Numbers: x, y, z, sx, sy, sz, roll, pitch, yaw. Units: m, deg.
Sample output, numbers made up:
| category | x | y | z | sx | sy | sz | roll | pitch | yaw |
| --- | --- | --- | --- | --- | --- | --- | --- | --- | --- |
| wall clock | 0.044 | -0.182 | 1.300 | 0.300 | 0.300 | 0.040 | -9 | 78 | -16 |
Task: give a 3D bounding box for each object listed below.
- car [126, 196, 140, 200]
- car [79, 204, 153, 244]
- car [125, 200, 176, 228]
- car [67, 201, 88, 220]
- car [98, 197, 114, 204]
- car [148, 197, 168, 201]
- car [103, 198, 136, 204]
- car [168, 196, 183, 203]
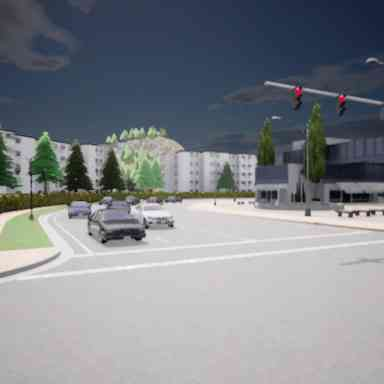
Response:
| category | x | y | z | sx | sy | sz | roll | pitch | yaw |
| --- | --- | --- | --- | --- | --- | --- | --- | --- | --- |
| car | -9.536 | 1.411 | 52.219 | 1.837 | 1.490 | 4.892 | 0 | 0 | 6 |
| car | -3.873 | 1.522 | 16.166 | 2.033 | 1.411 | 5.357 | 0 | 0 | -27 |
| car | -2.703 | 1.481 | 21.635 | 1.812 | 1.442 | 4.674 | 0 | 0 | -26 |
| car | -9.675 | 1.492 | 28.577 | 1.812 | 1.442 | 4.674 | 0 | 1 | -22 |
| car | -13.057 | 1.443 | 52.077 | 1.812 | 1.442 | 4.674 | 0 | 0 | 6 |
| car | -5.798 | 1.435 | 52.524 | 2.033 | 1.411 | 5.357 | 0 | 0 | 8 |
| car | -6.754 | 1.512 | 30.682 | 1.994 | 1.385 | 4.181 | 0 | 0 | -21 |
| car | -3.387 | 1.415 | 62.681 | 1.994 | 1.385 | 4.181 | 0 | 0 | 25 |
